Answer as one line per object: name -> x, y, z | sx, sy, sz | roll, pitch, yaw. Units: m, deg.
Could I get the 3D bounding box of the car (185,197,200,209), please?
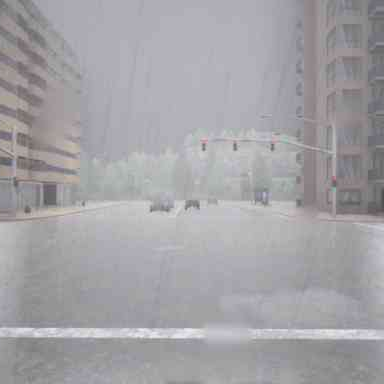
car -> 0.054, 1.504, 45.278 | 1.837, 1.490, 4.892 | 0, 0, 0

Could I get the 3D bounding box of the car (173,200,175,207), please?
car -> -3.606, 1.505, 48.061 | 1.837, 1.490, 4.892 | 0, 0, 0

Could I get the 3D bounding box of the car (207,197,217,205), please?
car -> 3.720, 1.547, 60.779 | 2.033, 1.411, 5.357 | 0, 0, 4

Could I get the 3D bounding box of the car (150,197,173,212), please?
car -> -3.614, 1.352, 38.279 | 2.097, 1.767, 4.553 | 0, 0, 0
